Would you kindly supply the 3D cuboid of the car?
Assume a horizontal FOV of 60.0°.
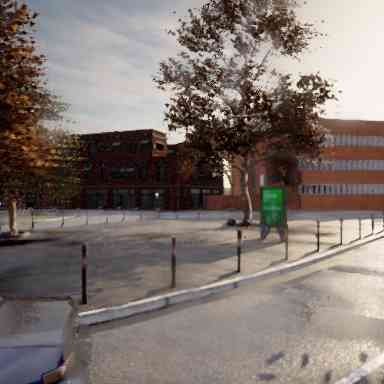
[{"bbox_3d":[-3.668,1.588,2.895,5.357,1.411,2.033,0,0,-15],"label":"car"}]
